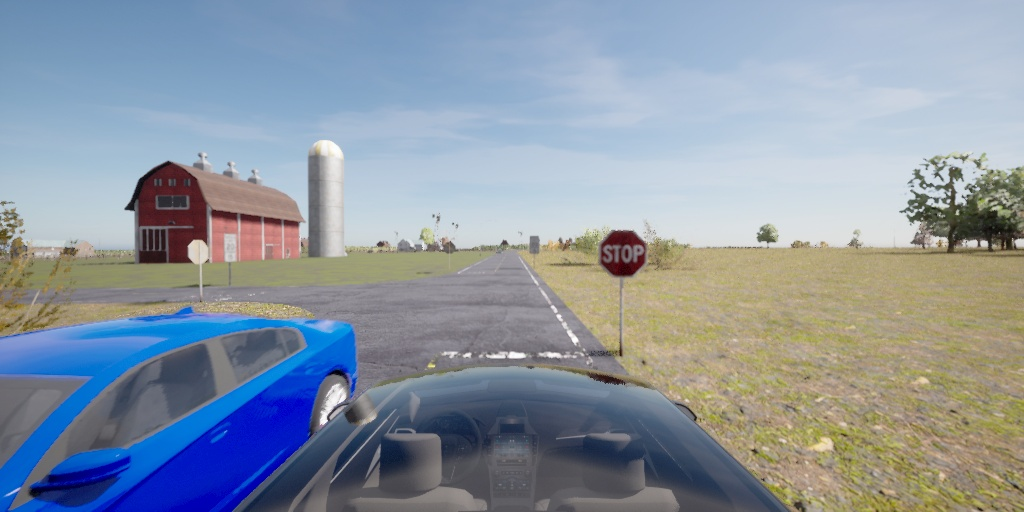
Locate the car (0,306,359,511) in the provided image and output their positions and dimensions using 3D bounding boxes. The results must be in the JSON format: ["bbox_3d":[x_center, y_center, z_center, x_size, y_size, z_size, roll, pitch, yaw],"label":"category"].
[{"bbox_3d":[-2.751,1.218,2.219,1.882,1.535,5.008,0,2,0],"label":"car"}]
